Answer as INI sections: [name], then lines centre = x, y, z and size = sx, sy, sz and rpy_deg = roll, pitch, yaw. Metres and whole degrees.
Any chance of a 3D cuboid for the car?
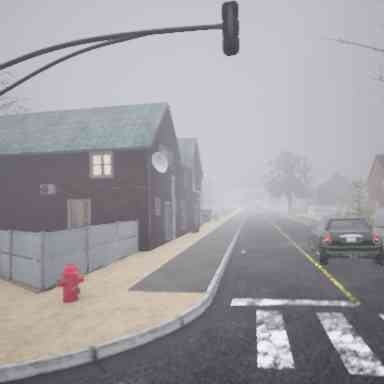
[car]
centre = 6.008, 1.724, 13.464
size = 2.097, 1.767, 4.553
rpy_deg = -3, -2, 15
